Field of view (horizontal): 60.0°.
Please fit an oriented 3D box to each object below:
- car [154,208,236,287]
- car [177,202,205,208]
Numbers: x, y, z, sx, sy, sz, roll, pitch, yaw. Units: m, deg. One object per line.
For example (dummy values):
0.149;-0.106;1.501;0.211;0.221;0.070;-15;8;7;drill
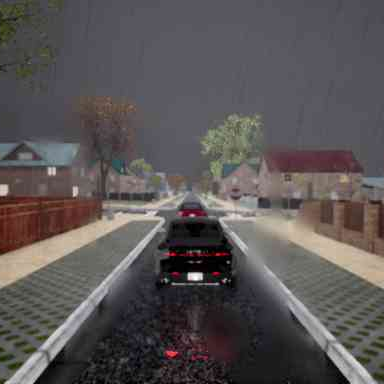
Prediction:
0.078;1.421;9.078;1.837;1.490;4.892;0;1;0;car
-0.054;1.368;22.099;1.994;1.385;4.181;0;1;-2;car
